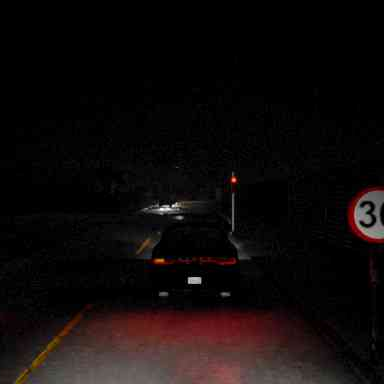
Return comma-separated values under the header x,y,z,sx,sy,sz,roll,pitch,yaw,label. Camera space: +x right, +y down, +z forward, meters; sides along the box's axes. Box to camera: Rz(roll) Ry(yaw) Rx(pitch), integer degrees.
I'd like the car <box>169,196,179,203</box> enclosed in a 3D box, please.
x,y,z,sx,sy,sz,roll,pitch,yaw,label
-3.820,1.595,70.453,1.895,1.301,4.718,0,0,0,car

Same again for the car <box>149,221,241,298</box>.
x,y,z,sx,sy,sz,roll,pitch,yaw,label
0.073,1.478,8.600,1.882,1.535,5.008,0,0,1,car

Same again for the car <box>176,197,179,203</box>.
x,y,z,sx,sy,sz,roll,pitch,yaw,label
-3.918,1.491,60.401,2.128,1.511,4.902,0,0,0,car

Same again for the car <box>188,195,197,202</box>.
x,y,z,sx,sy,sz,roll,pitch,yaw,label
0.182,1.339,71.375,1.812,1.442,4.674,0,0,0,car

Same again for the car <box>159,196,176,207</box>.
x,y,z,sx,sy,sz,roll,pitch,yaw,label
-3.965,1.491,50.921,2.128,1.511,4.902,0,0,0,car
